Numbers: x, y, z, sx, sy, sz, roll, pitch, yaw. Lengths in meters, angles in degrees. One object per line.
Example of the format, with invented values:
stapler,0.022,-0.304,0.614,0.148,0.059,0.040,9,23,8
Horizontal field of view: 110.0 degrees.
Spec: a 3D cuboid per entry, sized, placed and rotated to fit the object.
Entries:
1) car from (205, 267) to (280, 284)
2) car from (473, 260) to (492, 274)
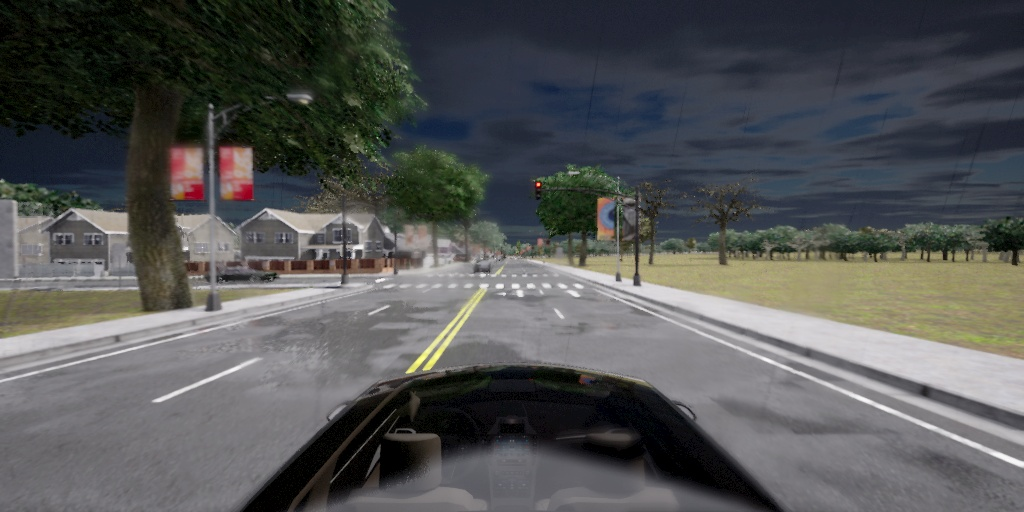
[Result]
car,-20.954,1.541,28.019,4.718,1.301,1.895,-1,1,1
car,-3.247,1.217,40.386,1.882,1.535,5.008,0,1,0
